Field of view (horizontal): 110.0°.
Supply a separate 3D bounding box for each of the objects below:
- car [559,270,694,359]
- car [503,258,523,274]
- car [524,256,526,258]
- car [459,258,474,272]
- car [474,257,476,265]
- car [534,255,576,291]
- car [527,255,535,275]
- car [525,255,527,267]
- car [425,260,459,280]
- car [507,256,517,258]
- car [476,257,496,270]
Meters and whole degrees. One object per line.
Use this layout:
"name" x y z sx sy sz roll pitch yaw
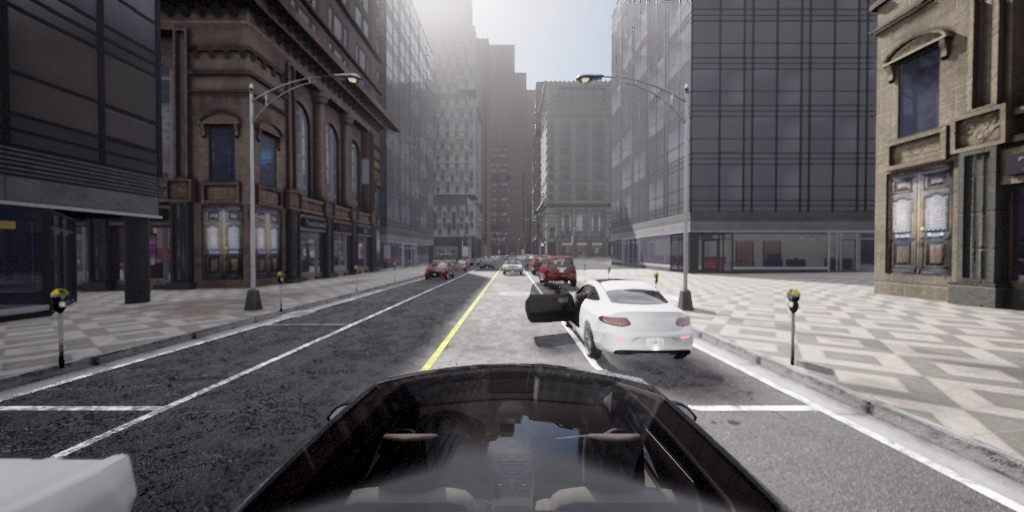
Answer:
"car" 2.349 1.230 8.179 1.812 1.442 4.674 0 0 0
"car" 0.064 1.107 35.389 1.895 1.301 4.718 0 0 0
"car" 2.843 0.961 51.147 1.802 1.307 4.207 0 0 0
"car" -5.679 1.053 39.846 1.802 1.307 4.207 0 0 0
"car" -5.684 0.897 56.793 1.948 1.339 4.313 0 0 0
"car" 2.850 0.914 22.903 2.192 1.841 5.009 0 0 0
"car" 2.847 0.830 34.201 2.192 1.841 5.009 0 0 0
"car" 2.846 0.911 39.850 1.967 1.591 4.097 0 0 0
"car" -5.677 1.103 28.548 1.888 1.381 4.507 0 0 0
"car" 0.036 0.761 47.650 2.097 1.767 4.553 0 1 1
"car" -3.013 0.984 45.781 2.033 1.411 5.357 0 0 0
